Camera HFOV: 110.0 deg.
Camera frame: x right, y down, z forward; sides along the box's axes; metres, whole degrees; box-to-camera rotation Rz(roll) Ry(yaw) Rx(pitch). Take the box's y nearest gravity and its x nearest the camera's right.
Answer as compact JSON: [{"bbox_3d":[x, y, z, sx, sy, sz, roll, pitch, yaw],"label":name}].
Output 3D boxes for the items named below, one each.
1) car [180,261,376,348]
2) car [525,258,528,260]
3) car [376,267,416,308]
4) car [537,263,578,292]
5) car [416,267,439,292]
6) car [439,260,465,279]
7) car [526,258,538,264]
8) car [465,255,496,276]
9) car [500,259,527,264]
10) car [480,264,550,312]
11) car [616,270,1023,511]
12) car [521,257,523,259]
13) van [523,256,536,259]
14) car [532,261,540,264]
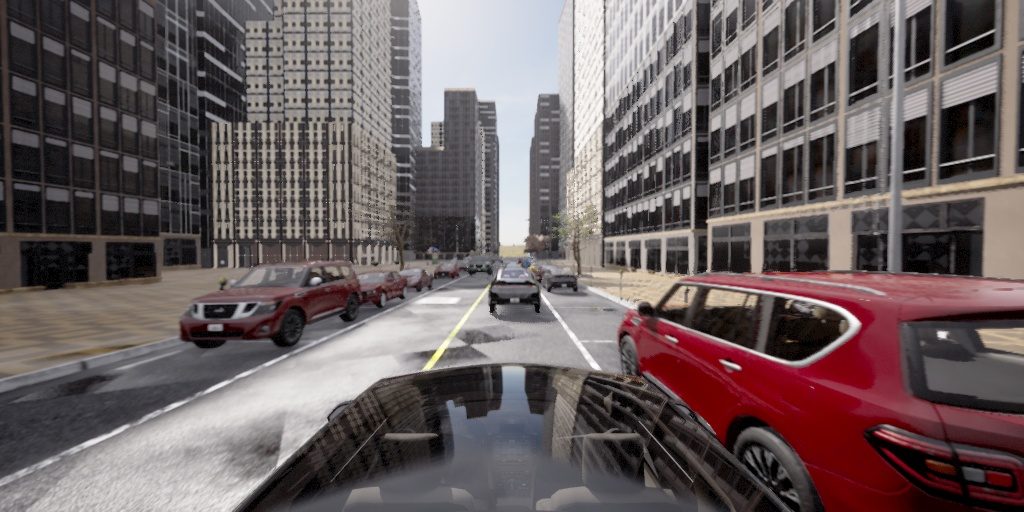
[{"bbox_3d":[-5.689,1.056,9.407,2.192,1.841,5.009,0,0,0],"label":"car"},{"bbox_3d":[2.698,1.274,43.157,1.948,1.339,4.313,0,0,0],"label":"car"},{"bbox_3d":[-5.688,1.281,15.033,1.888,1.381,4.507,0,0,0],"label":"car"},{"bbox_3d":[2.695,1.280,20.656,2.007,1.370,4.403,0,0,0],"label":"car"},{"bbox_3d":[-5.687,1.312,20.657,1.802,1.307,4.207,0,0,0],"label":"car"},{"bbox_3d":[-5.686,1.264,31.907,1.888,1.381,4.507,0,0,0],"label":"car"},{"bbox_3d":[2.697,1.239,37.701,1.751,1.417,4.829,0,0,0],"label":"car"},{"bbox_3d":[-3.090,0.938,36.489,2.150,2.045,5.566,0,0,0],"label":"car"},{"bbox_3d":[0.098,1.246,30.392,1.812,1.442,4.674,0,0,0],"label":"car"},{"bbox_3d":[0.094,1.228,14.102,2.128,1.511,4.902,0,0,0],"label":"car"},{"bbox_3d":[2.692,1.062,3.781,2.192,1.841,5.009,0,0,0],"label":"car"},{"bbox_3d":[2.699,1.222,54.577,1.751,1.417,4.829,0,0,0],"label":"car"},{"bbox_3d":[2.698,1.043,48.782,1.690,1.789,3.998,0,0,0],"label":"van"},{"bbox_3d":[2.695,1.269,26.281,1.888,1.381,4.507,0,0,0],"label":"car"}]
